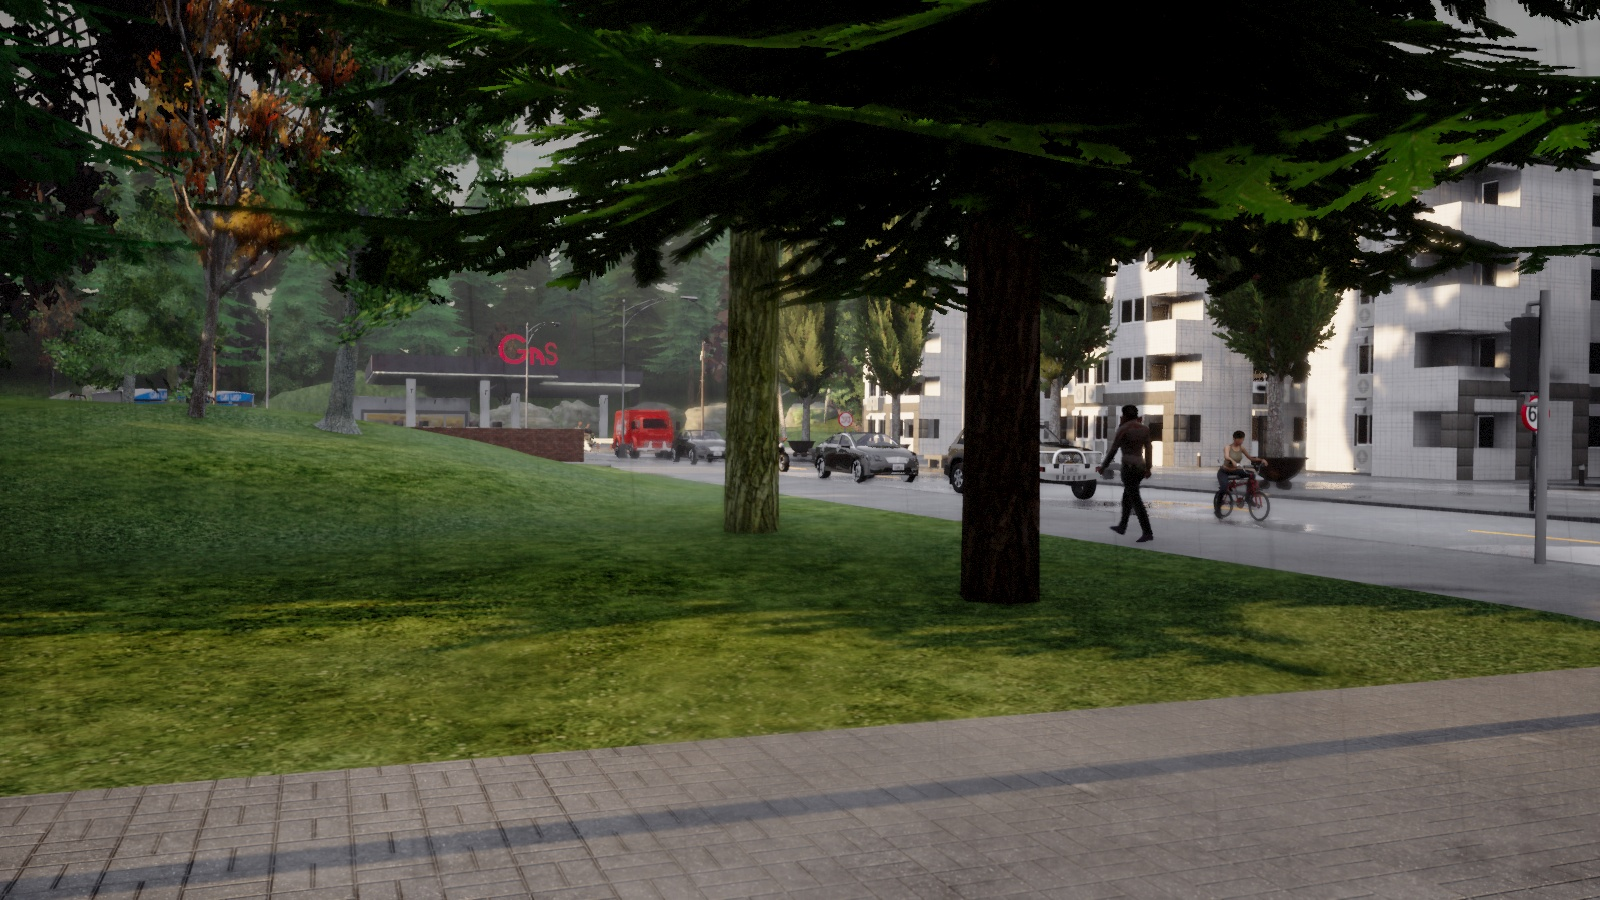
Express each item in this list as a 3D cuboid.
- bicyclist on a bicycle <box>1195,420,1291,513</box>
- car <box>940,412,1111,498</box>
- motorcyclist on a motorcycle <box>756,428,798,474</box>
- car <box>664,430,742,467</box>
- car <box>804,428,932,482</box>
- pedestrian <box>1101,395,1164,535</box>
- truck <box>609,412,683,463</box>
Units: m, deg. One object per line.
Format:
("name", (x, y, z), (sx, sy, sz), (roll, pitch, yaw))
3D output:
("bicyclist on a bicycle", (8.000, 0.278, 22.736), (0.866, 1.612, 1.509), (-1, 1, -20))
("car", (5.250, 0.071, 29.922), (1.932, 1.855, 4.605), (-1, 1, -21))
("motorcyclist on a motorcycle", (-0.862, 0.008, 46.063), (0.766, 1.649, 2.350), (-1, 1, -21))
("car", (-4.336, -0.097, 55.233), (2.128, 1.511, 4.902), (-1, 1, -21))
("car", (1.986, 0.106, 38.546), (2.128, 1.511, 4.902), (-1, 1, -21))
("pedestrian", (4.400, 0.189, 16.662), (0.328, 1.805, 0.869), (-1, 1, -24))
("truck", (-8.019, -0.658, 65.008), (2.627, 2.467, 5.204), (-1, 1, -21))
